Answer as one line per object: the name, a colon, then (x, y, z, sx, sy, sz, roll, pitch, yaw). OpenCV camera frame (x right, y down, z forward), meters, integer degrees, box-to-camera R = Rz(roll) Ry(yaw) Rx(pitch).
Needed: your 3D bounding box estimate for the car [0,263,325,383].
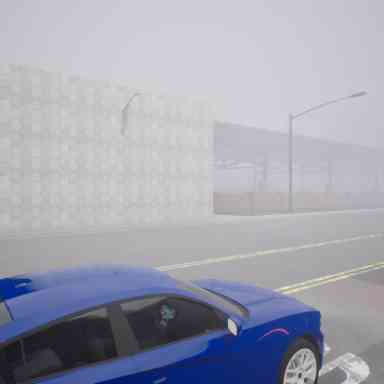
car: (-0.723, 1.478, 3.234, 5.008, 1.535, 1.882, 0, 0, -36)
